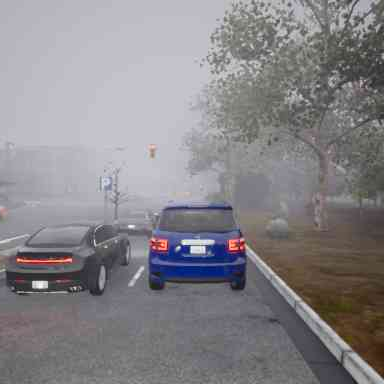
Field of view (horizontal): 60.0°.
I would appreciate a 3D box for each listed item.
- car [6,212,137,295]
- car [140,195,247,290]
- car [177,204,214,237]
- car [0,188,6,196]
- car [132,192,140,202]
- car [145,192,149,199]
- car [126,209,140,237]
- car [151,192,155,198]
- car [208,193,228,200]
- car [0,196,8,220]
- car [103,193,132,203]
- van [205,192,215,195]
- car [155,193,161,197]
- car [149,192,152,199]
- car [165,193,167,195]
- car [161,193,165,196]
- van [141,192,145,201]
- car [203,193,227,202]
[{"bbox_3d":[-2.876,1.515,8.741,1.837,1.490,4.892,0,0,0],"label":"car"},{"bbox_3d":[0.127,1.233,9.226,2.150,2.045,5.566,0,0,0],"label":"car"},{"bbox_3d":[0.204,1.531,19.085,1.837,1.490,4.892,0,0,0],"label":"car"},{"bbox_3d":[-31.075,0.138,53.876,2.002,1.452,4.674,6,-3,-19],"label":"car"},{"bbox_3d":[-13.690,1.316,65.971,5.366,1.575,1.946,-1,0,-15],"label":"car"},{"bbox_3d":[-12.888,1.322,74.932,4.892,1.521,2.231,-1,0,-13],"label":"car"},{"bbox_3d":[-2.814,1.589,17.627,1.994,1.385,4.181,0,0,1],"label":"car"},{"bbox_3d":[-12.133,1.360,80.928,4.674,1.452,2.002,-1,0,-13],"label":"car"},{"bbox_3d":[6.596,1.130,83.209,4.553,1.767,2.185,1,0,-12],"label":"car"},{"bbox_3d":[-16.585,1.404,25.177,4.553,1.767,2.185,-1,0,-19],"label":"car"},{"bbox_3d":[-14.340,1.359,62.979,4.792,1.488,2.163,-1,0,-15],"label":"car"},{"bbox_3d":[4.392,1.043,65.543,4.442,1.987,1.878,1,0,-14],"label":"van"},{"bbox_3d":[-11.308,1.358,86.909,4.674,1.452,2.002,-1,0,-12],"label":"car"},{"bbox_3d":[-12.510,1.360,77.927,4.674,1.452,2.002,-1,0,-13],"label":"car"},{"bbox_3d":[-10.426,1.317,92.892,5.008,1.535,2.097,-1,0,-11],"label":"car"},{"bbox_3d":[-10.853,1.065,89.914,5.566,2.045,2.435,-1,0,-12],"label":"car"},{"bbox_3d":[-13.121,1.094,71.962,4.442,1.987,1.878,-1,0,-14],"label":"van"},{"bbox_3d":[4.781,1.142,68.512,4.553,1.767,2.185,1,0,-14],"label":"car"}]
